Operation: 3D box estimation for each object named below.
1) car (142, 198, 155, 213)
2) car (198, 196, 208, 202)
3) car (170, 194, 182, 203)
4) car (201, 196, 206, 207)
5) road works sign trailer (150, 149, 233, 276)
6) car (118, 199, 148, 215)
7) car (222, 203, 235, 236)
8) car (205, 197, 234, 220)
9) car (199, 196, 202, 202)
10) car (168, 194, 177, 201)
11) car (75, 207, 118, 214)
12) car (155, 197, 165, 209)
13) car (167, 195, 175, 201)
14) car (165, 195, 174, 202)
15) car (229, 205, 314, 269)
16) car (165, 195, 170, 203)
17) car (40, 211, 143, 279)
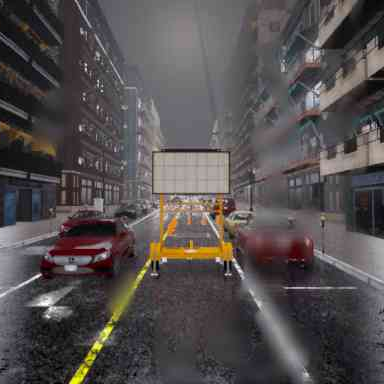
[{"bbox_3d":[-5.284,1.464,33.972,1.967,1.590,4.097,2,0,0],"label":"car"},{"bbox_3d":[2.593,1.614,79.281,2.008,1.369,4.403,2,0,0],"label":"car"},{"bbox_3d":[-2.748,1.570,60.468,1.812,1.442,4.674,0,0,0],"label":"car"},{"bbox_3d":[2.593,1.558,45.466,1.752,1.417,4.829,2,0,0],"label":"car"},{"bbox_3d":[-0.022,0.471,10.383,2.380,3.560,2.880,0,0,0],"label":"road works sign trailer"},{"bbox_3d":[-5.289,1.585,28.308,1.947,1.339,4.313,2,0,0],"label":"car"},{"bbox_3d":[2.591,1.537,17.143,1.752,1.417,4.829,2,0,0],"label":"car"},{"bbox_3d":[2.598,1.334,28.302,2.192,1.841,5.009,2,0,0],"label":"car"},{"bbox_3d":[2.592,1.608,56.625,1.947,1.339,4.313,2,0,0],"label":"car"},{"bbox_3d":[-5.277,1.392,90.617,2.192,1.841,5.009,2,0,0],"label":"car"},{"bbox_3d":[-5.290,1.593,16.978,1.802,1.307,4.206,2,0,0],"label":"car"},{"bbox_3d":[-5.288,1.584,45.301,2.008,1.369,4.403,2,0,0],"label":"car"},{"bbox_3d":[-5.285,1.595,84.782,1.752,1.417,4.829,2,0,0],"label":"car"},{"bbox_3d":[-5.286,1.588,79.117,1.752,1.417,4.829,2,0,0],"label":"car"},{"bbox_3d":[2.594,1.448,11.309,1.967,1.590,4.097,2,0,0],"label":"car"},{"bbox_3d":[-5.287,1.586,56.631,1.887,1.381,4.507,2,0,0],"label":"car"},{"bbox_3d":[-2.851,1.532,10.155,1.812,1.442,4.674,0,0,0],"label":"car"}]
